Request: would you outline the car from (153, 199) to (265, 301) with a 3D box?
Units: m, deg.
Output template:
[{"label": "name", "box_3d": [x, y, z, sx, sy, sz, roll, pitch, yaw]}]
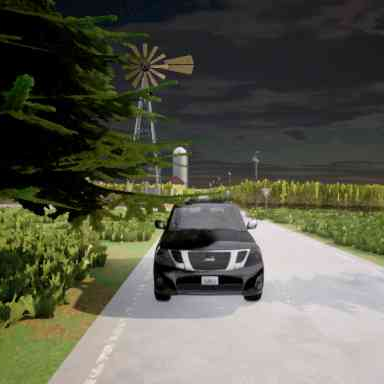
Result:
[{"label": "car", "box_3d": [0.333, 1.221, 8.675, 2.150, 2.045, 5.566, 0, 0, 0]}]
